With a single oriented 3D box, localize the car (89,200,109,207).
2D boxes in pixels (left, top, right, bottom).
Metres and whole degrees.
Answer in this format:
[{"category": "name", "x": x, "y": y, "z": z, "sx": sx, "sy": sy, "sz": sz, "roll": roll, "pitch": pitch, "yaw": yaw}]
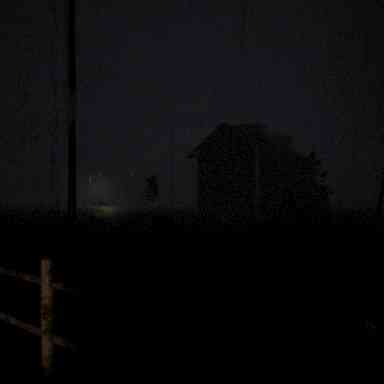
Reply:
[{"category": "car", "x": -21.650, "y": 2.678, "z": 77.739, "sx": 1.837, "sy": 1.490, "sz": 4.892, "roll": 0, "pitch": -1, "yaw": 36}]
